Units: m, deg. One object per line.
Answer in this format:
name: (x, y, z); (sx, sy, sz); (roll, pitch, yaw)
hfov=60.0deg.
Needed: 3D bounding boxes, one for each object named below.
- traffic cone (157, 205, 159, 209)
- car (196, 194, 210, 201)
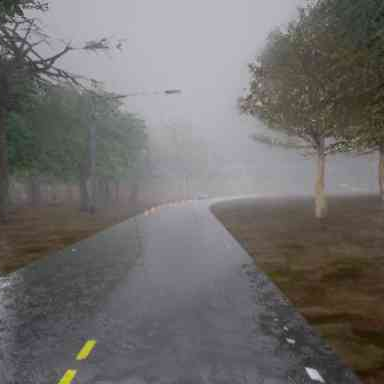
traffic cone: (-4.141, 1.779, 40.722); (0.340, 0.580, 0.340); (0, 0, 2)
car: (2.244, 1.119, 66.747); (1.895, 1.301, 4.718); (1, 1, 16)
